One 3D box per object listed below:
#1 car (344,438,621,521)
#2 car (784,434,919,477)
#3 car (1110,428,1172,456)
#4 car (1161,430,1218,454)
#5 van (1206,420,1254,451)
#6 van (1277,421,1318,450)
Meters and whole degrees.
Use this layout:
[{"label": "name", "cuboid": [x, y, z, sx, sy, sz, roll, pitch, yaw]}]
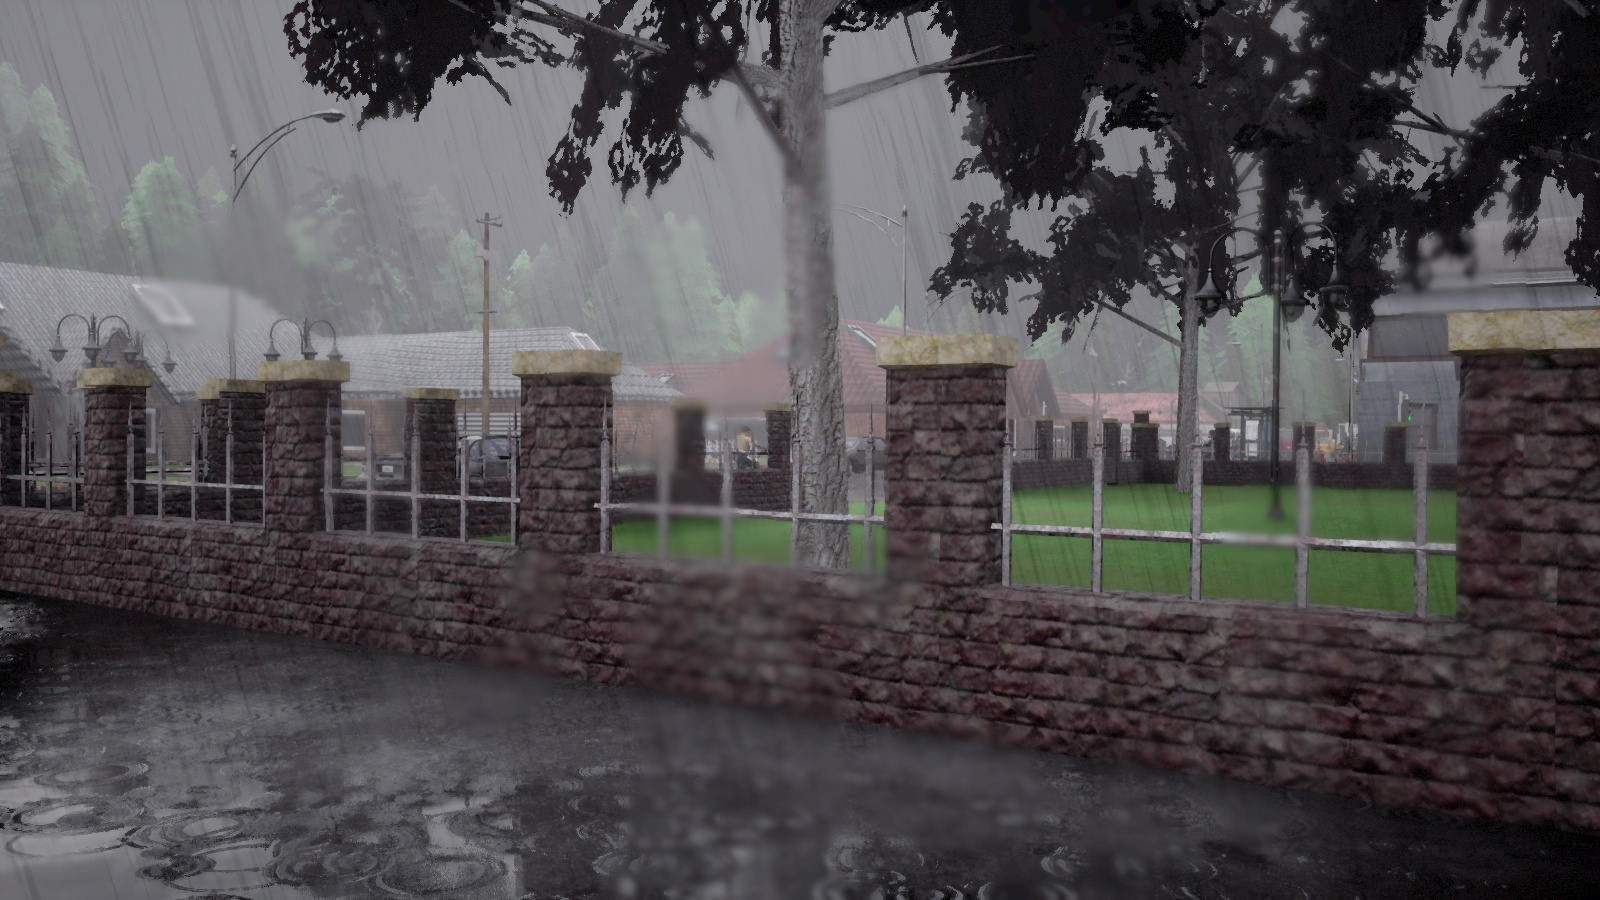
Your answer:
[{"label": "car", "cuboid": [-6.040, 0.496, 24.689, 2.033, 1.411, 5.357, 0, 1, 32]}, {"label": "car", "cuboid": [1.890, 0.157, 44.261, 2.033, 1.411, 5.357, 0, 1, 37]}, {"label": "car", "cuboid": [19.229, -0.460, 70.638, 2.007, 1.525, 4.514, 0, 1, 34]}, {"label": "car", "cuboid": [24.409, -0.515, 78.576, 2.033, 1.411, 5.357, 0, 1, 33]}, {"label": "van", "cuboid": [29.658, -0.996, 86.589, 2.069, 2.038, 4.480, 0, 1, 33]}, {"label": "van", "cuboid": [34.197, -1.003, 86.217, 1.775, 1.987, 4.442, 0, 1, 33]}]
